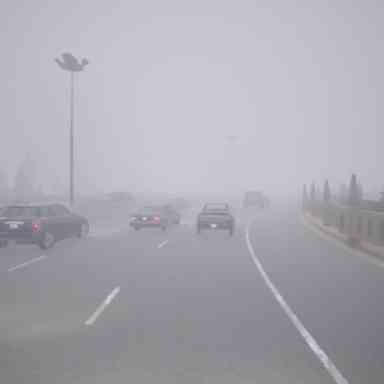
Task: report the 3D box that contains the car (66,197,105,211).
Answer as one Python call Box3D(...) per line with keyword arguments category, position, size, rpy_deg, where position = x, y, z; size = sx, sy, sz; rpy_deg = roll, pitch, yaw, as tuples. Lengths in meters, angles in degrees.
Box3D(category="car", position=(-11.818, 1.312, 37.310), size=(1.994, 1.385, 4.181), rpy_deg=(0, 0, 20))

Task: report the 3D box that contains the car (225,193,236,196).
Box3D(category="car", position=(8.791, 0.908, 72.398), size=(1.994, 1.385, 4.181), rpy_deg=(0, 0, 40))

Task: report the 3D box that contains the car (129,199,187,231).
Box3D(category="car", position=(-1.957, 1.393, 19.392), size=(2.033, 1.411, 5.357), rpy_deg=(0, 0, 10))

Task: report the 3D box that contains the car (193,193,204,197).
Box3D(category="car", position=(0.604, 1.029, 68.015), size=(1.837, 1.490, 4.892), rpy_deg=(0, 1, 37))

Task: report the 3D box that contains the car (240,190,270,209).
Box3D(category="car", position=(7.494, 0.886, 38.334), size=(2.150, 2.045, 5.566), rpy_deg=(0, 0, 24))

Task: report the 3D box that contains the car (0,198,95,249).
Box3D(category="car", position=(-6.175, 1.245, 14.115), size=(2.097, 1.767, 4.553), rpy_deg=(0, 0, 6))

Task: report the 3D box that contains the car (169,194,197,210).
Box3D(category="car", position=(-1.551, 1.278, 34.544), size=(2.033, 1.411, 5.357), rpy_deg=(0, 0, 20))

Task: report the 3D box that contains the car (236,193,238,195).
Box3D(category="car", position=(12.441, 0.600, 71.245), size=(2.150, 2.045, 5.566), rpy_deg=(0, 0, 43))

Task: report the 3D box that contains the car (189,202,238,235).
Box3D(category="car", position=(1.409, 1.342, 17.939), size=(2.128, 1.511, 4.902), rpy_deg=(0, 0, 9))

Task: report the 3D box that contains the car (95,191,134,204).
Box3D(category="car", position=(-8.432, 0.963, 36.565), size=(2.150, 2.045, 5.566), rpy_deg=(0, 0, 20))
